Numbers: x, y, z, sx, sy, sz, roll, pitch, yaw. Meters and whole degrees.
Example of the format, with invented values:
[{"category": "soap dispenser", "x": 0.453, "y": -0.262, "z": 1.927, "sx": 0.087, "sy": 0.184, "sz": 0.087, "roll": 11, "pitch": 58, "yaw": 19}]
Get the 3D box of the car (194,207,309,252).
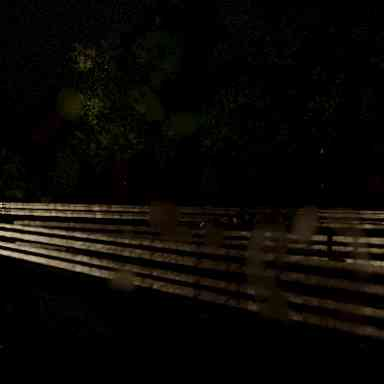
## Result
[{"category": "car", "x": 2.380, "y": 1.383, "z": 13.337, "sx": 4.553, "sy": 1.767, "sz": 2.097, "roll": 0, "pitch": 0, "yaw": 23}]
